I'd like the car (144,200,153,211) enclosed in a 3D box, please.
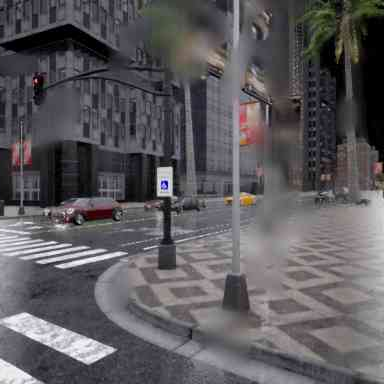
[{"bbox_3d":[-2.649,1.040,32.782,1.812,1.442,4.674,0,1,35],"label":"car"}]

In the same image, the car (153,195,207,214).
[{"bbox_3d":[-0.739,1.089,29.870,2.033,1.411,5.357,0,1,35],"label":"car"}]

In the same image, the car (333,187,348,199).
[{"bbox_3d":[23.683,0.231,52.762,2.150,2.045,5.566,0,1,36],"label":"car"}]

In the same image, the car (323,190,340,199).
[{"bbox_3d":[25.768,0.352,61.321,1.882,1.535,5.008,0,1,36],"label":"car"}]

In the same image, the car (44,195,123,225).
[{"bbox_3d":[-6.689,1.075,21.467,2.097,1.767,4.553,0,1,35],"label":"car"}]

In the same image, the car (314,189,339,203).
[{"bbox_3d":[17.823,0.677,44.481,1.837,1.490,4.892,0,1,35],"label":"car"}]

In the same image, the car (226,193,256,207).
[{"bbox_3d":[5.733,0.828,38.984,1.882,1.535,5.008,0,1,36],"label":"car"}]
